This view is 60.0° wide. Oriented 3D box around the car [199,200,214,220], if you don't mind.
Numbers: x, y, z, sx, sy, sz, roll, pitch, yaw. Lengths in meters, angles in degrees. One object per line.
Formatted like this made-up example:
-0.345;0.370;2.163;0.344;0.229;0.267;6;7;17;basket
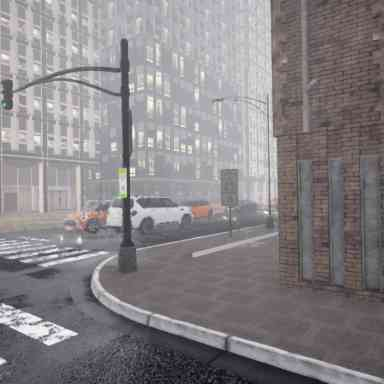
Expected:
-0.150;1.433;27.066;2.097;1.767;4.553;-1;-1;36;car

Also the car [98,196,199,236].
-2.215;1.225;18.745;2.150;2.045;5.566;-1;-1;36;car

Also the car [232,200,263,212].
6.992;1.689;41.368;1.752;1.417;4.829;-2;-1;36;car

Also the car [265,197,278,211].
11.074;1.471;42.538;2.097;1.767;4.553;-1;-1;36;car

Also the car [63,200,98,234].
-5.358;1.416;19.912;2.097;1.767;4.553;-1;-1;37;car

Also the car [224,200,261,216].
5.130;1.590;34.359;2.128;1.511;4.902;-1;-1;36;car

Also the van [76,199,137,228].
-5.917;1.460;23.512;1.690;1.788;3.998;-2;-1;36;van
